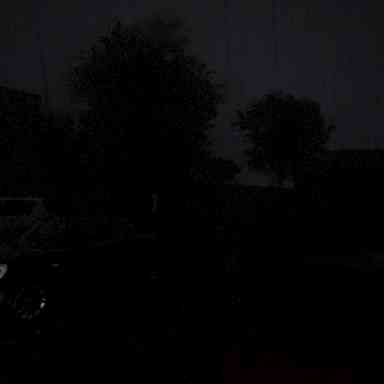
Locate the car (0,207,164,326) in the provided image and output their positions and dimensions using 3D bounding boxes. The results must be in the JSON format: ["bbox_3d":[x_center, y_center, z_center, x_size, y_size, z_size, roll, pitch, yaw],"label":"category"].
[{"bbox_3d":[-2.683,1.309,7.236,2.185,1.767,4.553,1,0,36],"label":"car"}]

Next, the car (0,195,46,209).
[{"bbox_3d":[-7.163,1.144,10.360,2.435,2.045,5.566,1,0,36],"label":"car"}]
